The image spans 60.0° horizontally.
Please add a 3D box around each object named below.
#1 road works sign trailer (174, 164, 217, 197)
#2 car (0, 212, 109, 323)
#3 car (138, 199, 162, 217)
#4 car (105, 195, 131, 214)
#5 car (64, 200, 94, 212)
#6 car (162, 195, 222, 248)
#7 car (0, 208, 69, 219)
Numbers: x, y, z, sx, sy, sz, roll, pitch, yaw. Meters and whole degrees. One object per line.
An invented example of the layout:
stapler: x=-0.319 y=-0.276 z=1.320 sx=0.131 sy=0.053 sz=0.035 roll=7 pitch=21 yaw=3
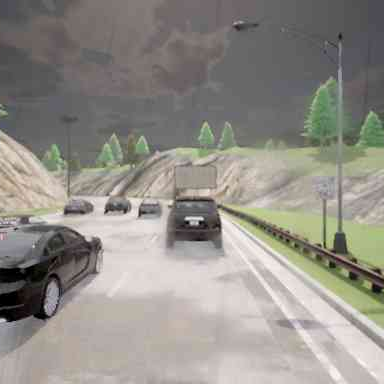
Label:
road works sign trailer: x=0.191 y=0.199 z=18.835 sx=2.380 sy=3.560 sz=2.880 roll=0 pitch=8 yaw=0
car: x=-3.399 y=1.445 z=7.275 sx=1.882 sy=1.535 sz=5.008 roll=0 pitch=0 yaw=0
car: x=-3.610 y=1.364 z=29.200 sx=2.128 sy=1.511 sz=4.902 roll=0 pitch=0 yaw=-3
car: x=-7.369 y=1.204 z=33.452 sx=2.097 sy=1.767 sz=4.553 roll=0 pitch=0 yaw=-4
car: x=-10.746 y=1.424 z=31.875 sx=1.994 sy=1.385 sz=4.181 roll=0 pitch=0 yaw=-3
car: x=0.101 y=1.150 z=14.609 sx=2.150 sy=2.045 sz=5.566 roll=0 pitch=1 yaw=0
car: x=-6.903 y=1.541 z=13.367 sx=1.895 sy=1.301 sz=4.718 roll=0 pitch=0 yaw=0
